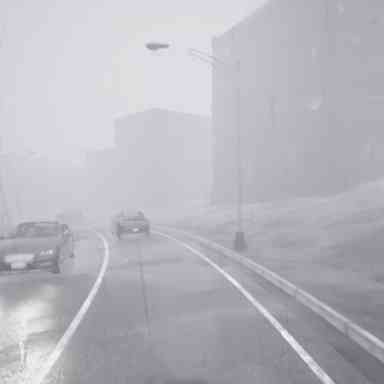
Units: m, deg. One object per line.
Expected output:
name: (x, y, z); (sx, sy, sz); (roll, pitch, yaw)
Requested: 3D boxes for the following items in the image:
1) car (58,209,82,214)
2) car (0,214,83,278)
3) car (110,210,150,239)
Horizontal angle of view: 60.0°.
car: (-14.092, 2.681, 38.123); (2.128, 1.511, 4.902); (-2, -2, -38)
car: (-5.078, 1.721, 11.146); (2.128, 1.511, 4.902); (-1, -1, -12)
car: (-3.792, 1.870, 20.020); (2.128, 1.511, 4.902); (-1, -1, -19)
